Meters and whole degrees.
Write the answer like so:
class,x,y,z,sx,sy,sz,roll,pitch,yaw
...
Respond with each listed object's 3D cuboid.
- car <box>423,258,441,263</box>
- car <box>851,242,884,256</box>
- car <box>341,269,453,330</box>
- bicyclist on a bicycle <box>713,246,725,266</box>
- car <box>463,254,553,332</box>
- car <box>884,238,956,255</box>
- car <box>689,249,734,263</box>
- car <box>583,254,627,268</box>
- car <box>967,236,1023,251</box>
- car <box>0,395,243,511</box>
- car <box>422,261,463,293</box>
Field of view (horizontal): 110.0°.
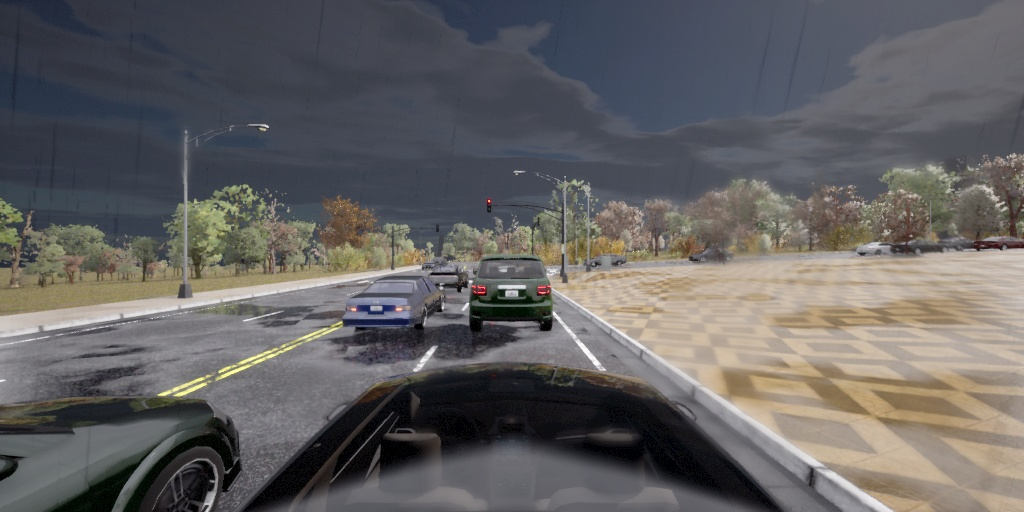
class,x,y,z,sx,sy,sz,roll,pitch,yaw
car,-12.527,1.407,54.823,1.994,1.385,4.181,0,0,-5
car,40.587,-0.804,39.485,4.674,1.442,1.812,-3,0,-6
car,-3.308,1.303,11.092,2.033,1.411,5.357,0,0,-1
bicyclist on a bicycle,17.409,0.005,30.187,0.582,1.620,1.656,-2,0,-3
car,-0.060,0.977,11.089,2.150,2.045,5.566,0,0,-1
car,41.249,-0.878,36.286,5.008,1.535,1.882,-3,0,-5
car,22.979,-0.033,41.441,4.892,1.490,1.837,-3,0,-4
car,10.551,0.519,40.769,4.902,1.511,2.128,-3,0,-3
car,51.168,-1.315,37.416,5.008,1.535,1.882,-3,0,-7
car,-3.170,1.314,1.157,1.994,1.385,4.181,0,0,0
car,-3.617,1.257,20.839,2.128,1.511,4.902,0,0,0
